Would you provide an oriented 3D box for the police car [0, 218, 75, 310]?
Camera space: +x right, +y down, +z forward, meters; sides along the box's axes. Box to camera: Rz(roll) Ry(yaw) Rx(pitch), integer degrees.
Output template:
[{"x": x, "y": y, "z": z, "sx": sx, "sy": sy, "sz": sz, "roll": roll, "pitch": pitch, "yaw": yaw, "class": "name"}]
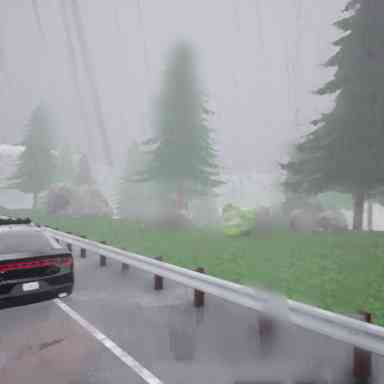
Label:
[{"x": -4.422, "y": 1.439, "z": 7.784, "sx": 1.930, "sy": 1.638, "sz": 5.238, "roll": 0, "pitch": 0, "yaw": -39, "class": "police car"}]
